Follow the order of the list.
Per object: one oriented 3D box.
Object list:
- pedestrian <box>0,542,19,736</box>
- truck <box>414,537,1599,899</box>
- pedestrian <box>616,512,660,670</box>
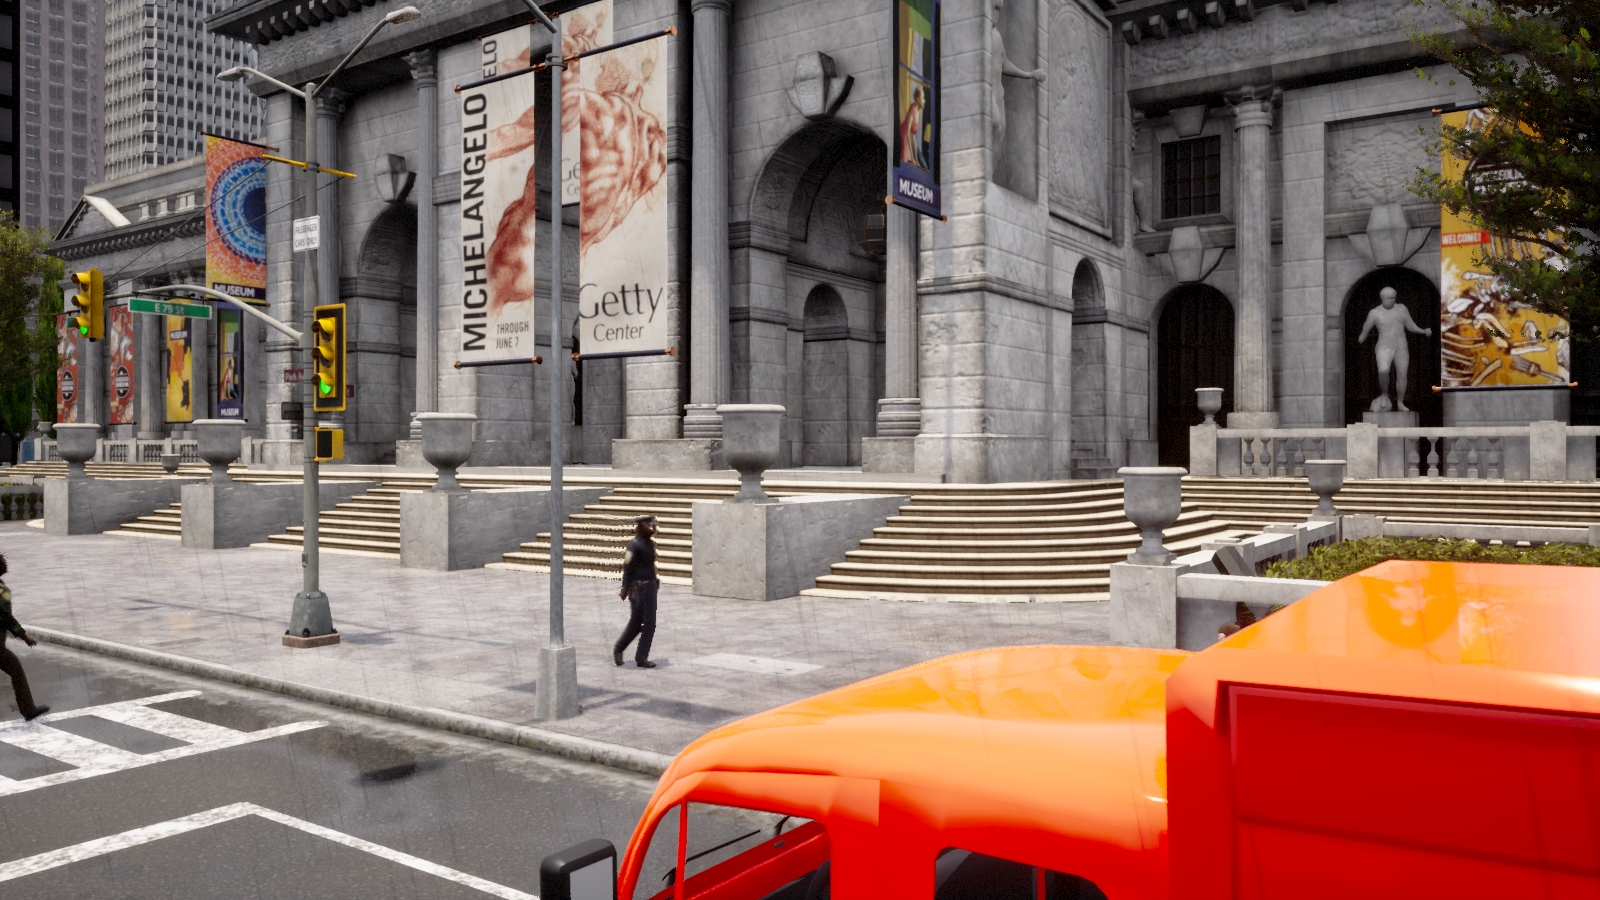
[{"bbox_3d":[-7.923,1.842,11.135,0.375,1.860,0.375,0,0,24],"label":"pedestrian"},{"bbox_3d":[1.945,1.546,2.407,5.204,2.467,2.627,-2,-1,35],"label":"truck"},{"bbox_3d":[-1.965,1.692,13.846,0.375,1.860,0.375,0,0,33],"label":"pedestrian"}]
